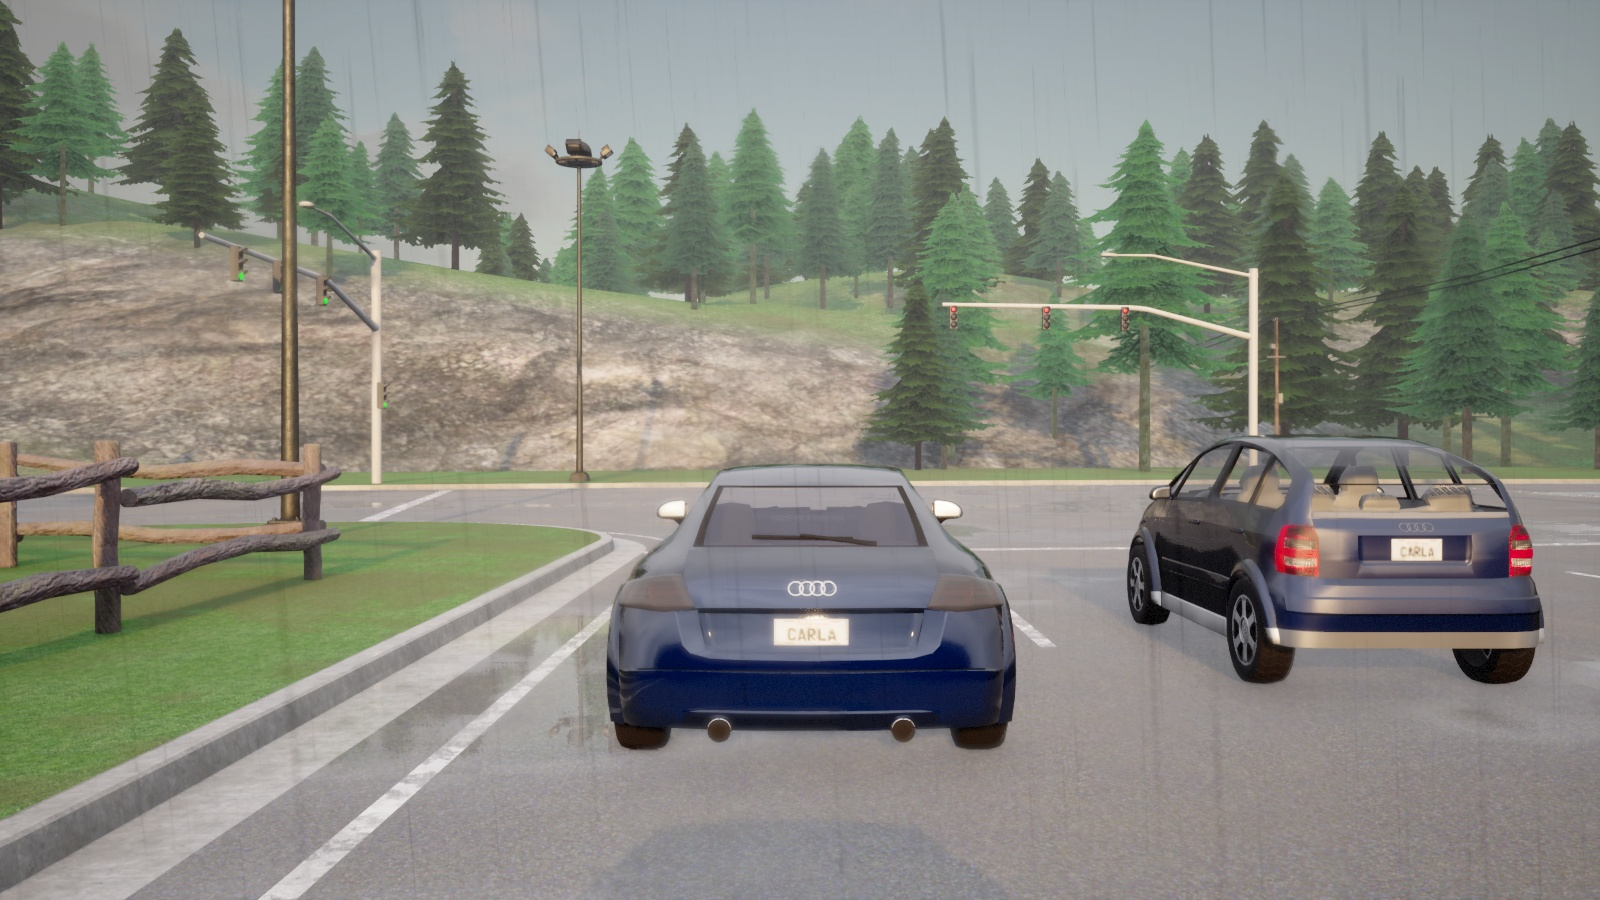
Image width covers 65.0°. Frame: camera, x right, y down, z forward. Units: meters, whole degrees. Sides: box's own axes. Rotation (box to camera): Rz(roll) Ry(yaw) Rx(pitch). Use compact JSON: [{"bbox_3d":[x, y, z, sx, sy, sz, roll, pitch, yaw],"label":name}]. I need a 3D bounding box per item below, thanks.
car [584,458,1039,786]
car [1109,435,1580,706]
[{"bbox_3d":[0.058,0.768,7.592,1.994,1.385,4.181,0,0,0],"label":"car"},{"bbox_3d":[3.566,0.677,9.031,1.789,1.549,3.705,0,0,0],"label":"car"}]
